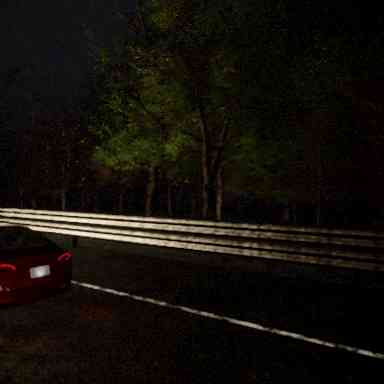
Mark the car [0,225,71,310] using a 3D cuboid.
[{"bbox_3d":[-4.682,1.473,7.323,4.792,1.488,2.163,0,0,34],"label":"car"}]
